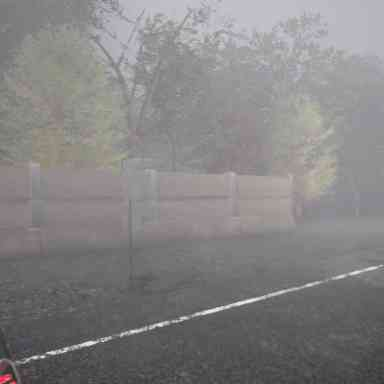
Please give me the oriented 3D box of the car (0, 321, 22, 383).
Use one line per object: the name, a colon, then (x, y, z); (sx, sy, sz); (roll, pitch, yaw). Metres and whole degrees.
car: (-3.332, 1.352, 1.620); (4.553, 1.767, 2.097); (0, 0, -36)
